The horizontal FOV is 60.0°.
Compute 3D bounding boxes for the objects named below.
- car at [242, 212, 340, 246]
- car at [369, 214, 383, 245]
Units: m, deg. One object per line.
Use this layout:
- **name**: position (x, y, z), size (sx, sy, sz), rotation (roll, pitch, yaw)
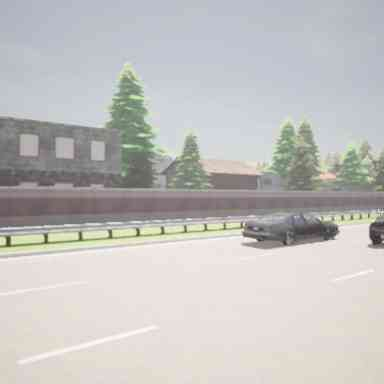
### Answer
- **car**: position (4.793, 1.642, 15.766), size (5.357, 1.411, 2.033), rotation (1, 0, -36)
- **car**: position (9.934, 1.628, 15.137), size (4.892, 1.490, 1.837), rotation (0, 0, -35)
